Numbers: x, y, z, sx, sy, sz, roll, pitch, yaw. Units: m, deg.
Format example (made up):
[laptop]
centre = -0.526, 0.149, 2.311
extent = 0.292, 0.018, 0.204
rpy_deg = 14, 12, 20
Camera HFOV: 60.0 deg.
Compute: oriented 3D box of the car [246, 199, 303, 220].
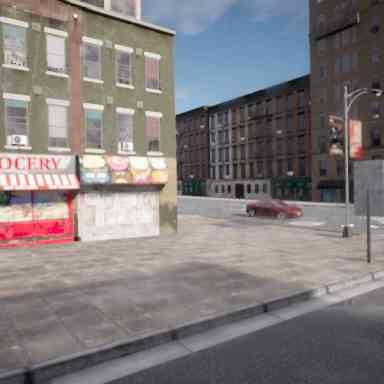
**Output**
[car]
centre = 6.561, 1.348, 26.976
extent = 1.882, 1.535, 5.008
rpy_deg = -2, 2, -36
